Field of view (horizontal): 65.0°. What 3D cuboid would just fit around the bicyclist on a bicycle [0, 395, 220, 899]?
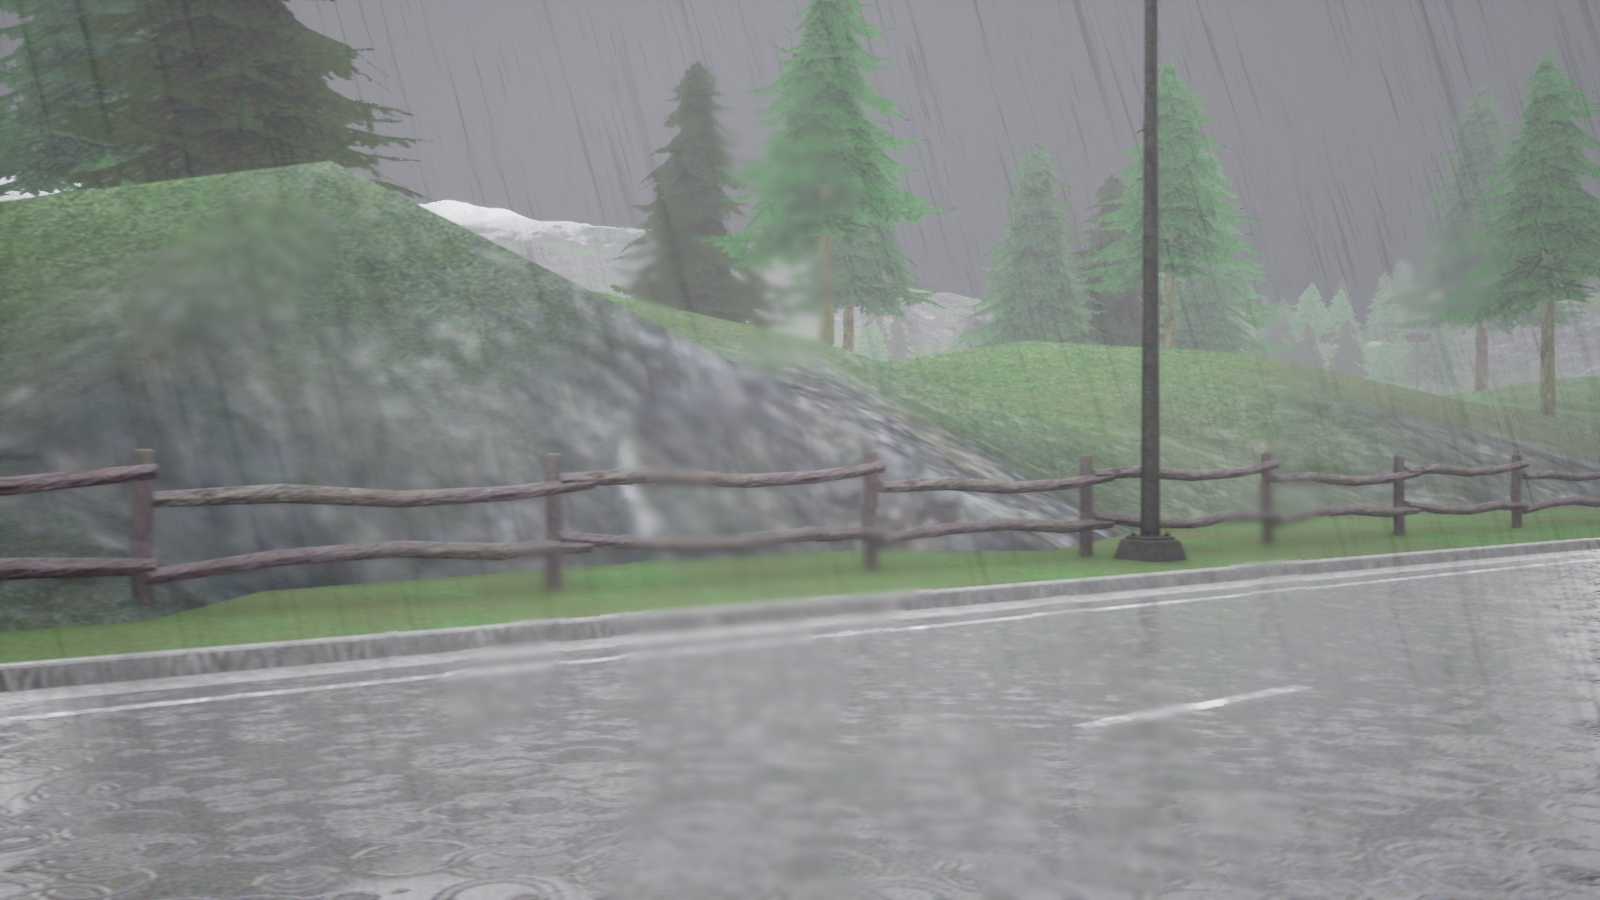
[{"bbox_3d":[-2.007,0.707,2.262,1.656,1.620,0.582,1,-1,-35],"label":"bicyclist on a bicycle"}]
